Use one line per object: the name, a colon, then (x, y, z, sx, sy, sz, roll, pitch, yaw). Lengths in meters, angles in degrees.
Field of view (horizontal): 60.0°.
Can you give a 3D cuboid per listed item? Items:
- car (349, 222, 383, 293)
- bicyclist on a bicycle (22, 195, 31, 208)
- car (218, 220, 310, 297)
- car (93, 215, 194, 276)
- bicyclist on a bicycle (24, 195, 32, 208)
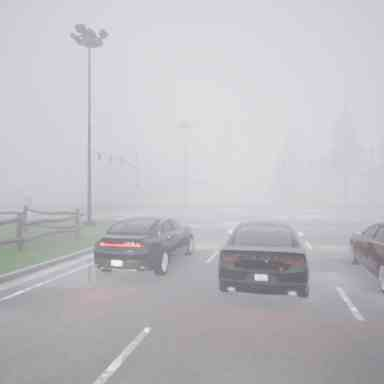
car: (5.457, 1.470, 8.515, 1.882, 1.535, 5.008, 0, 0, 14)
bicyclist on a bicycle: (-22.137, 1.283, 44.476, 0.582, 1.620, 1.656, 0, 0, -7)
car: (1.906, 1.472, 8.725, 1.882, 1.535, 5.008, 0, 0, 14)
car: (-1.262, 1.499, 10.519, 1.837, 1.490, 4.892, 0, 0, 14)
bicyclist on a bicycle: (-21.695, 1.282, 44.532, 0.582, 1.620, 1.656, 0, 0, -7)
